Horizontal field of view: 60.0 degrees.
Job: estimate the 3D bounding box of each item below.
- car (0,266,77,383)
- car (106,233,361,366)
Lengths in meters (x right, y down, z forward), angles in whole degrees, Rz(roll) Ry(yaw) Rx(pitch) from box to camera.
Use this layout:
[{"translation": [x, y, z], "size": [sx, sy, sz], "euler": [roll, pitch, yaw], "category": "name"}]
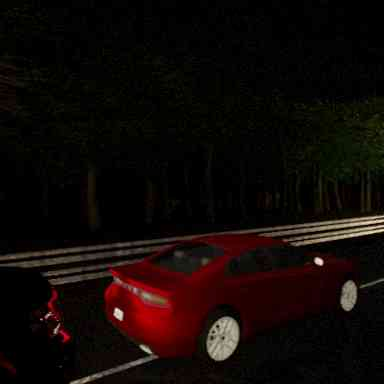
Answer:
[{"translation": [-3.824, 1.225, 2.428], "size": [5.566, 2.045, 2.150], "euler": [0, 0, -36], "category": "car"}, {"translation": [1.035, 1.479, 5.900], "size": [5.008, 1.535, 1.882], "euler": [0, 0, -36], "category": "car"}]
